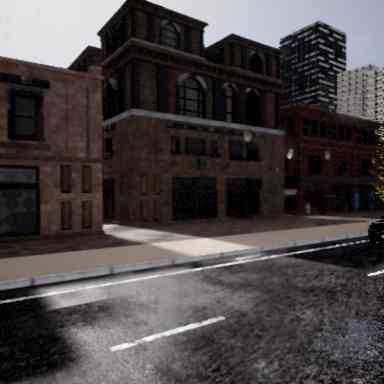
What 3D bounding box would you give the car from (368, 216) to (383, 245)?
[{"bbox_3d":[9.649,1.480,14.554,5.008,1.535,1.882,0,0,-35],"label":"car"}]
